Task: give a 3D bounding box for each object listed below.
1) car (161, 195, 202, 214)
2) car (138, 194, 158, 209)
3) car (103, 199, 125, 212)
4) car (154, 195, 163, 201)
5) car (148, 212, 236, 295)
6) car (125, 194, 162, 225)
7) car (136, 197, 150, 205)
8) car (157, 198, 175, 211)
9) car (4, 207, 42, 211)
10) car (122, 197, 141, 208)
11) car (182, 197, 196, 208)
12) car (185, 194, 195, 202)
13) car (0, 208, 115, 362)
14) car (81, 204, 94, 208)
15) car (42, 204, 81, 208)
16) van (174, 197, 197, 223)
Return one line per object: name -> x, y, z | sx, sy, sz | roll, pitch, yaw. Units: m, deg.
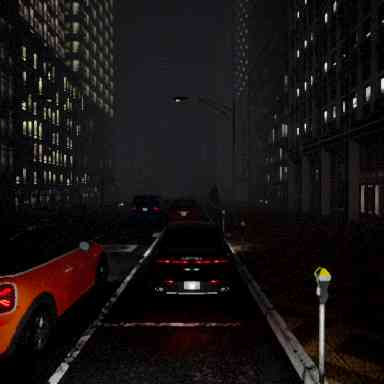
car -> -0.465, 1.311, 20.672 | 2.192, 1.841, 5.009 | -1, 0, 0
car -> -6.146, 1.308, 47.217 | 2.150, 2.045, 5.566 | 0, 0, 0
car -> -8.844, 1.544, 37.723 | 2.008, 1.369, 4.403 | -1, 0, 0
car -> -8.844, 1.545, 88.876 | 1.947, 1.339, 4.313 | -1, 0, 0
car -> -0.001, 1.502, 8.651 | 1.837, 1.490, 4.892 | 0, 0, 0
car -> -3.046, 1.216, 24.172 | 2.150, 2.045, 5.566 | 0, 0, 0
car -> -8.843, 1.570, 60.458 | 1.802, 1.307, 4.206 | -1, 0, 0
car -> -3.131, 1.518, 41.134 | 1.812, 1.442, 4.674 | 0, 0, 0
car -> -8.843, 1.542, 14.989 | 1.887, 1.381, 4.507 | -1, 0, 0
car -> -8.843, 1.541, 49.090 | 2.008, 1.369, 4.403 | -1, 0, 0
car -> -0.463, 1.541, 49.090 | 2.008, 1.369, 4.403 | -1, 0, 0
car -> -0.465, 1.298, 77.509 | 2.192, 1.841, 5.009 | -1, 0, 0
car -> -3.044, 1.350, 6.063 | 2.097, 1.767, 4.553 | 0, 0, 0
car -> -8.843, 1.577, 26.356 | 1.802, 1.307, 4.206 | -1, 0, 0
car -> -8.844, 1.547, 20.672 | 2.008, 1.369, 4.403 | -1, 0, 0
van -> -0.465, 1.336, 26.356 | 1.690, 1.788, 3.998 | -1, 0, 0
